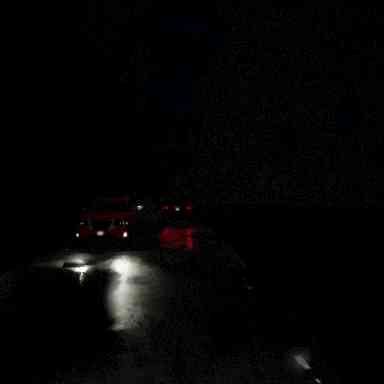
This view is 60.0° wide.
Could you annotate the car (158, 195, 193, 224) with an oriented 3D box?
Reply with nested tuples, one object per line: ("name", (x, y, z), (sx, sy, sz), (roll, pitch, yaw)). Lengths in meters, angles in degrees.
("car", (-1.217, 1.224, 24.721), (2.150, 2.045, 5.566), (0, 0, -5))

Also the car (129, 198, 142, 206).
("car", (-9.745, 1.711, 57.227), (1.994, 1.385, 4.181), (0, 0, -12))

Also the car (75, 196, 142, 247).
("car", (-3.673, 1.221, 15.429), (2.150, 2.045, 5.566), (0, 0, -4))

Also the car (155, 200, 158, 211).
("car", (-3.663, 1.529, 42.749), (1.882, 1.535, 5.008), (0, 0, -9))
